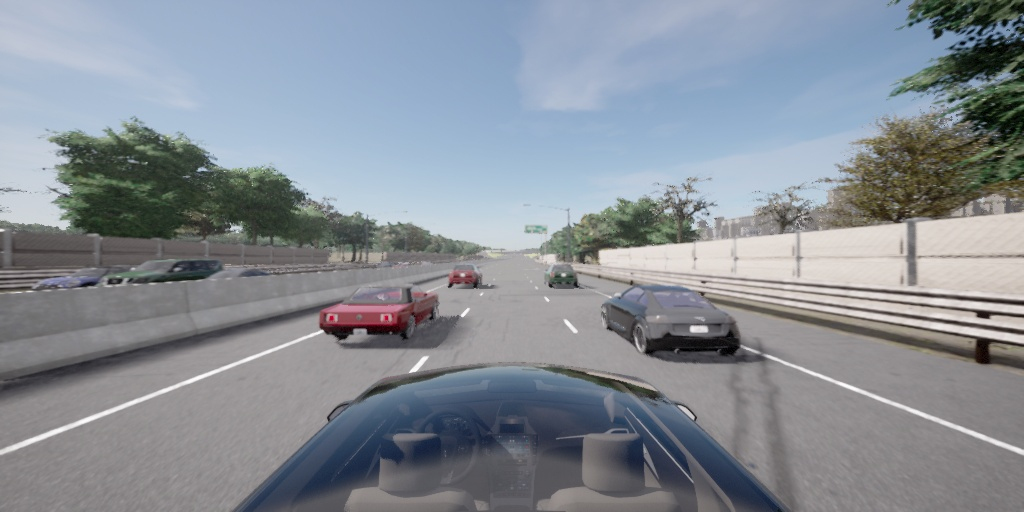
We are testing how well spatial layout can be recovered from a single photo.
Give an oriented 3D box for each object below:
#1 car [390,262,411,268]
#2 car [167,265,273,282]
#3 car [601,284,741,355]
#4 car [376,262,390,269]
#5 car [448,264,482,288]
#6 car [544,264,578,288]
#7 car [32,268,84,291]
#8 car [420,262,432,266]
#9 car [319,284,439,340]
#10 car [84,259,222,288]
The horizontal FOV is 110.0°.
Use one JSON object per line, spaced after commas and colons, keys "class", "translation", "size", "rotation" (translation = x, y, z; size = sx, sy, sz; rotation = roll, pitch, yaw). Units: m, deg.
{"class": "car", "translation": [-17.556, 1.846, 57.793], "size": [1.895, 1.301, 4.718], "rotation": [0, 0, 1]}
{"class": "car", "translation": [-14.104, 1.404, 18.274], "size": [1.882, 1.535, 5.008], "rotation": [0, -1, 0]}
{"class": "car", "translation": [3.595, 1.393, 8.895], "size": [1.994, 1.385, 4.181], "rotation": [0, -1, 0]}
{"class": "car", "translation": [-21.041, 1.763, 60.045], "size": [1.837, 1.490, 4.892], "rotation": [0, 0, 1]}
{"class": "car", "translation": [-3.409, 1.363, 26.948], "size": [2.097, 1.767, 4.553], "rotation": [0, -1, 0]}
{"class": "car", "translation": [3.590, 1.364, 26.961], "size": [2.097, 1.767, 4.553], "rotation": [0, -1, 0]}
{"class": "car", "translation": [-21.104, 1.280, 18.470], "size": [2.097, 1.767, 4.553], "rotation": [0, -1, 0]}
{"class": "car", "translation": [-14.059, 1.776, 58.626], "size": [1.812, 1.442, 4.674], "rotation": [0, 0, 1]}
{"class": "car", "translation": [-3.403, 1.444, 10.274], "size": [1.895, 1.301, 4.718], "rotation": [0, -1, 0]}
{"class": "car", "translation": [-17.603, 1.150, 18.541], "size": [2.150, 2.045, 5.566], "rotation": [0, -1, 0]}
